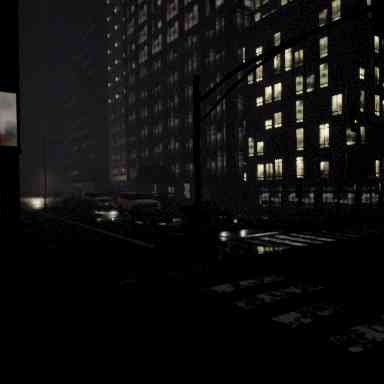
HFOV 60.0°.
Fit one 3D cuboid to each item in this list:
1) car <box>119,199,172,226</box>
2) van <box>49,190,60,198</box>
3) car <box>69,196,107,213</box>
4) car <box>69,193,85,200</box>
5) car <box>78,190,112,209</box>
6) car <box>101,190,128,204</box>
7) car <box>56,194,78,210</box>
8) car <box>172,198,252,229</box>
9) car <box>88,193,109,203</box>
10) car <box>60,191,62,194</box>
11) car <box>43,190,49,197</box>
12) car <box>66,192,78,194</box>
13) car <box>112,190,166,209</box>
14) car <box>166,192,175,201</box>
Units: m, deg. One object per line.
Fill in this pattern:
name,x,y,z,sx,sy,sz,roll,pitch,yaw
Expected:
car,-2.910,1.455,22.378,2.008,1.369,4.403,-1,1,-35
van,-32.463,0.530,79.996,1.690,1.788,3.998,-1,1,-35
car,-10.537,1.354,33.401,1.947,1.339,4.313,-1,1,-35
car,-22.862,0.889,66.062,1.887,1.381,4.507,-1,1,-35
car,-10.930,0.927,38.535,2.150,2.045,5.566,-1,1,-35
car,-12.026,0.733,51.043,2.150,2.045,5.566,-1,1,-35
car,-13.739,1.289,38.047,2.008,1.369,4.403,-1,1,-35
car,1.099,1.382,21.057,2.128,1.511,4.902,-1,1,-35
car,-15.950,0.919,56.806,1.882,1.535,5.008,-1,1,-35
car,-26.062,0.733,70.706,1.967,1.590,4.097,-1,1,-35
car,-35.663,0.688,84.644,2.008,1.369,4.403,-1,1,-35
car,-19.329,1.082,56.180,1.895,1.301,4.718,-1,1,-35
car,-4.861,1.021,29.704,2.150,2.045,5.566,-1,1,-35
car,-3.661,0.963,38.185,2.192,1.841,5.009,-1,1,-35
